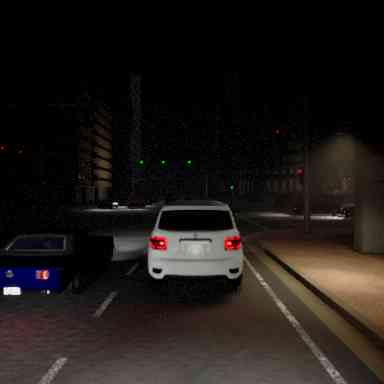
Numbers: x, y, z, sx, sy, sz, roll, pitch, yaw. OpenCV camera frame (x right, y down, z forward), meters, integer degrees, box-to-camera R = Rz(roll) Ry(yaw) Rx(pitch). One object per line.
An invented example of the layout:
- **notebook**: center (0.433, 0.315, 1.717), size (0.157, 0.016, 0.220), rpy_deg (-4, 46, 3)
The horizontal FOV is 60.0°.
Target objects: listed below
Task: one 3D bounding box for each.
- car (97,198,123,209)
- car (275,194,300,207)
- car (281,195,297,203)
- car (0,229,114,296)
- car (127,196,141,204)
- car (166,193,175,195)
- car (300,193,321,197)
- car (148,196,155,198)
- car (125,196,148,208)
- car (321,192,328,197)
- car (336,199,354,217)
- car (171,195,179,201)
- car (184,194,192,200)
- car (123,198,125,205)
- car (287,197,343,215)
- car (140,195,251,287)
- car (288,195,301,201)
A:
- **car**: center (-11.398, 1.563, 45.657), size (2.033, 1.411, 5.357), rpy_deg (0, 0, 0)
- **car**: center (13.244, 1.170, 47.072), size (1.932, 1.855, 4.605), rpy_deg (0, 0, 0)
- **car**: center (18.829, 1.418, 64.490), size (1.970, 1.475, 3.806), rpy_deg (0, 0, 0)
- **car**: center (-3.408, 1.604, 8.583), size (1.895, 1.301, 4.718), rpy_deg (0, 0, 0)
- **car**: center (-11.416, 1.500, 65.735), size (1.882, 1.535, 5.008), rpy_deg (0, 0, 0)
- **car**: center (-4.295, 1.245, 67.614), size (2.150, 2.045, 5.566), rpy_deg (0, 0, 0)
- **car**: center (16.139, 1.173, 47.020), size (1.905, 1.878, 3.866), rpy_deg (0, 0, 0)
- **car**: center (-7.932, 1.525, 57.027), size (1.837, 1.490, 4.892), rpy_deg (0, 0, 0)
- **car**: center (-7.904, 1.494, 47.756), size (1.882, 1.535, 5.008), rpy_deg (0, 0, 0)
- **car**: center (30.163, 1.181, 79.651), size (1.932, 1.855, 4.605), rpy_deg (0, 0, 0)
- **car**: center (15.455, 1.574, 29.308), size (4.181, 1.385, 1.994), rpy_deg (0, 0, 1)
- **car**: center (-4.475, 1.530, 85.778), size (1.837, 1.490, 4.892), rpy_deg (0, 0, 0)
- **car**: center (-0.974, 1.334, 85.775), size (1.882, 1.535, 5.008), rpy_deg (0, 0, 0)
- **car**: center (-11.429, 1.620, 55.249), size (1.895, 1.301, 4.718), rpy_deg (0, 0, 0)
- **car**: center (12.300, 1.516, 32.843), size (4.892, 1.490, 1.837), rpy_deg (0, 0, 0)
- **car**: center (0.099, 1.227, 9.501), size (2.150, 2.045, 5.566), rpy_deg (0, 0, 1)
- **car**: center (24.585, 1.423, 79.597), size (1.970, 1.475, 3.806), rpy_deg (0, 0, 0)
